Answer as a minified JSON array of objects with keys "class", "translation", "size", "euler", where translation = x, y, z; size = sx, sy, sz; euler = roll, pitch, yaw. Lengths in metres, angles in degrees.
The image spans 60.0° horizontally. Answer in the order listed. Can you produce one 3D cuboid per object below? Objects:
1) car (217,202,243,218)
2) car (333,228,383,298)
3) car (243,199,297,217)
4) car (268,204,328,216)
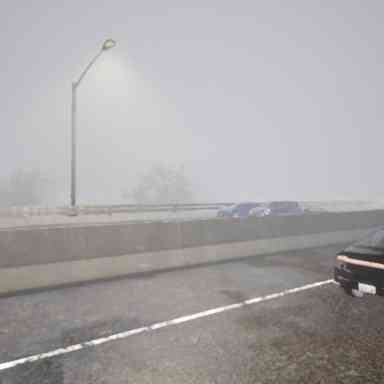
[{"class":"car","translation":[4.427,1.561,28.482],"size":[5.008,1.535,1.882],"euler":[0,0,-35]},{"class":"car","translation":[5.121,1.525,7.360],"size":[4.902,1.511,2.128],"euler":[0,0,-35]},{"class":"car","translation":[6.516,1.437,25.670],"size":[4.553,1.767,2.097],"euler":[0,0,-35]},{"class":"car","translation":[7.602,1.681,22.169],"size":[4.718,1.301,1.895],"euler":[0,0,-35]}]
